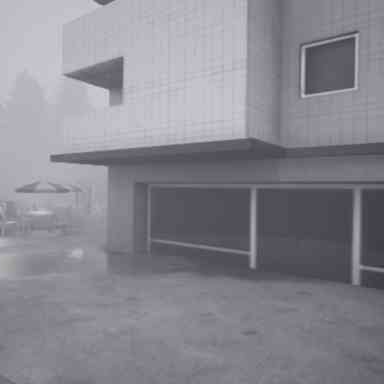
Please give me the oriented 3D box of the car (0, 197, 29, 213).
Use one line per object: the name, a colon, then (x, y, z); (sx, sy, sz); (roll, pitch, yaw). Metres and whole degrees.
car: (-16.287, 1.086, 27.198); (2.033, 1.411, 5.357); (1, 1, 40)
